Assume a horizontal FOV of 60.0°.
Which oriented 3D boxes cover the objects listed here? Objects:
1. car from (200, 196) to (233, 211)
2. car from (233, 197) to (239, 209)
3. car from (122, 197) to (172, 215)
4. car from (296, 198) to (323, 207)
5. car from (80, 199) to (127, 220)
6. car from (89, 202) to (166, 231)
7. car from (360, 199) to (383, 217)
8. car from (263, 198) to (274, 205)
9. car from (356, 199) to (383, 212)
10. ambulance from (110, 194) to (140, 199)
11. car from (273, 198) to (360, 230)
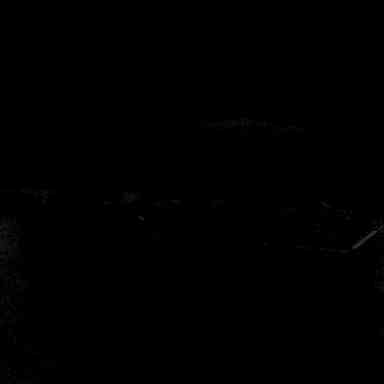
[{"bbox_3d":[2.994,1.484,44.444,3.866,1.878,1.905,-1,0,35],"label":"car"},{"bbox_3d":[4.338,1.508,47.053,4.605,1.855,1.932,-1,0,35],"label":"car"},{"bbox_3d":[-4.404,1.560,34.006,5.027,1.636,2.152,-1,0,35],"label":"car"},{"bbox_3d":[19.529,1.726,55.411,3.806,1.475,1.970,-1,0,35],"label":"car"},{"bbox_3d":[-7.851,1.635,28.583,3.806,1.475,1.970,-1,0,35],"label":"car"},{"bbox_3d":[-4.218,1.636,21.518,4.514,1.523,2.007,-1,0,35],"label":"car"},{"bbox_3d":[15.747,1.538,31.143,4.514,1.523,2.007,-1,0,35],"label":"car"},{"bbox_3d":[15.199,1.784,62.133,3.633,1.501,1.845,-1,0,35],"label":"car"},{"bbox_3d":[21.560,1.559,39.271,3.633,1.501,1.845,-1,0,35],"label":"car"},{"bbox_3d":[-11.443,1.502,54.623,2.351,2.431,6.366,-1,0,35],"label":"ambulance"},{"bbox_3d":[7.961,1.343,21.393,4.605,1.855,1.932,-1,0,35],"label":"car"}]
